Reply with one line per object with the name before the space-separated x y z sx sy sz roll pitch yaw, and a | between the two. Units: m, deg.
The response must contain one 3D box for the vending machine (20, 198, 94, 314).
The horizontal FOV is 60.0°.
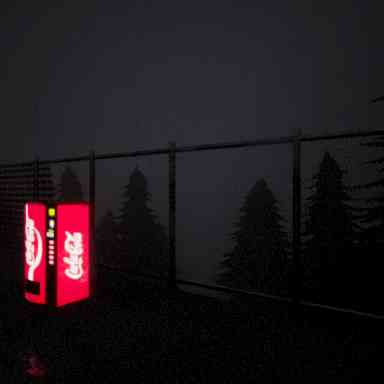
vending machine | -2.748 1.195 6.806 0.880 2.100 1.100 0 0 35
